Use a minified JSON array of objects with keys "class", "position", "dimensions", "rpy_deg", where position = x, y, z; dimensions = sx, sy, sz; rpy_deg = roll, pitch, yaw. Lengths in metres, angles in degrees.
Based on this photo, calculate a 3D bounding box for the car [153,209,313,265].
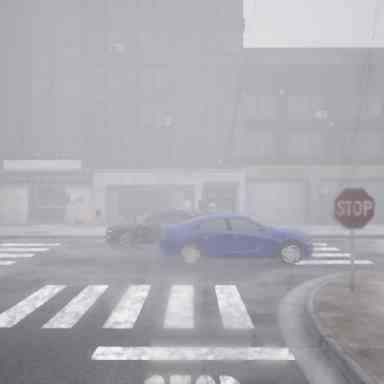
[{"class":"car","position":[1.410,1.462,11.047],"dimensions":[5.008,1.535,1.882],"rpy_deg":[0,0,0]}]

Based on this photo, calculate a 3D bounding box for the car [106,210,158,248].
[{"class":"car","position":[-1.116,1.484,14.008],"dimensions":[4.892,1.490,1.837],"rpy_deg":[0,0,0]}]
